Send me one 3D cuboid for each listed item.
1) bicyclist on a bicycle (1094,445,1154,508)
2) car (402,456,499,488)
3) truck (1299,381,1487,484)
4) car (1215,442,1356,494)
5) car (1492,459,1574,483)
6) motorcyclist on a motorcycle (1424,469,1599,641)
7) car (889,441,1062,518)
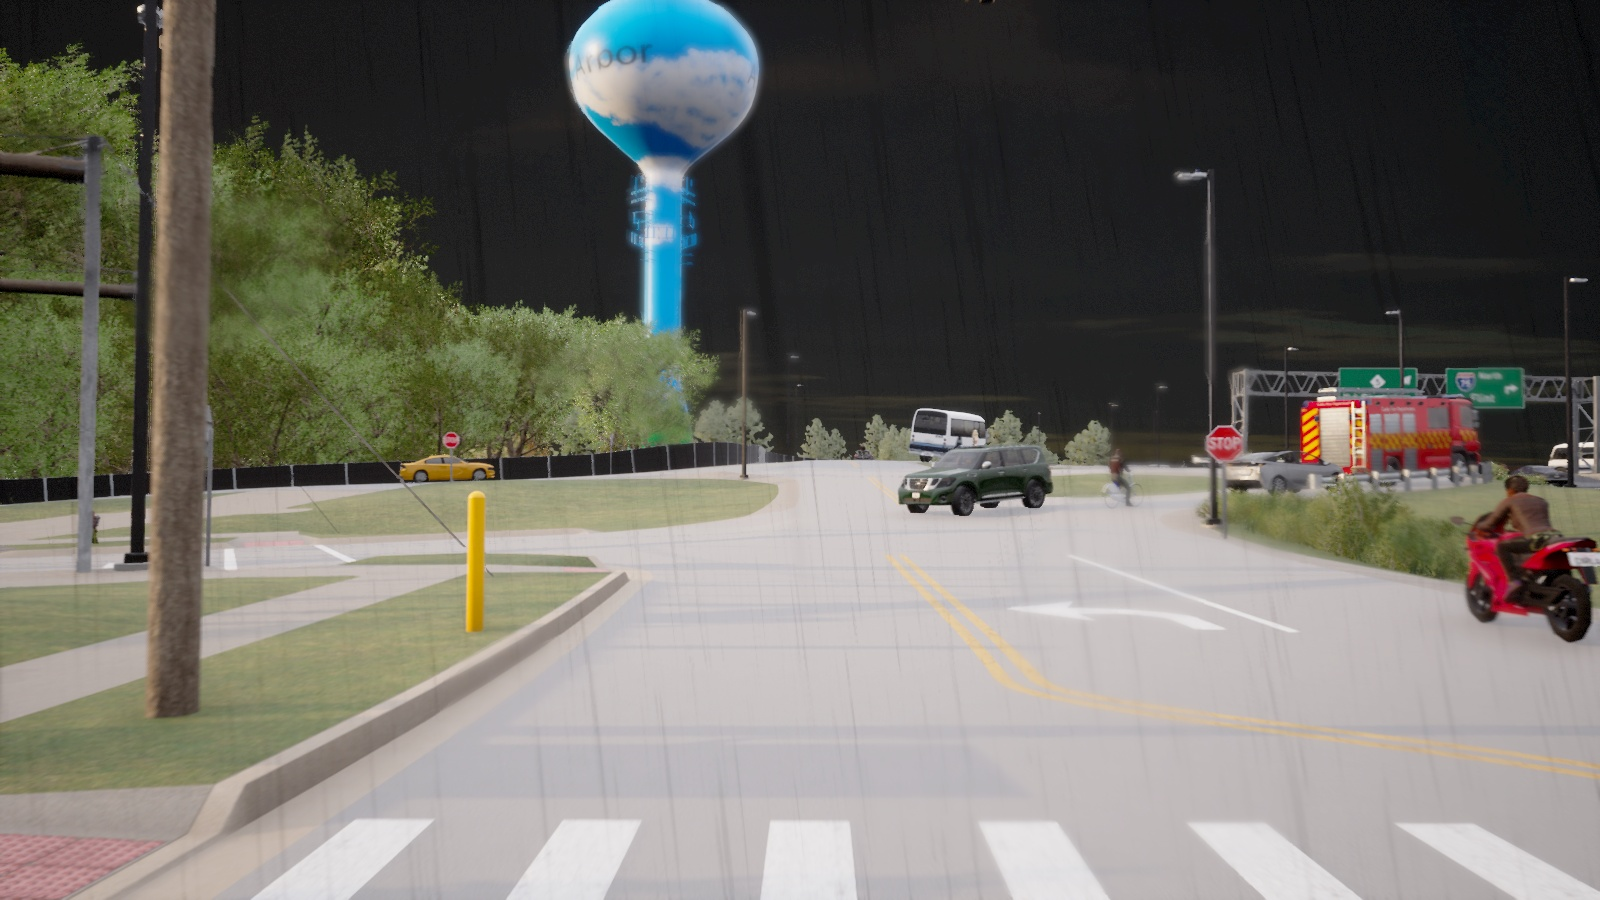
[{"bbox_3d":[9.646,0.769,37.384,1.843,1.776,0.659,-2,-1,-38],"label":"bicyclist on a bicycle"},{"bbox_3d":[-19.122,1.170,68.748,5.008,1.535,1.882,-2,1,-17],"label":"car"},{"bbox_3d":[23.768,-0.724,50.097,8.468,3.827,2.891,-2,0,-35],"label":"truck"},{"bbox_3d":[16.552,0.606,42.784,4.514,1.525,2.007,-2,-1,-30],"label":"car"},{"bbox_3d":[45.971,1.334,78.897,2.033,1.411,5.357,0,-1,1],"label":"car"},{"bbox_3d":[6.972,0.949,12.179,0.797,1.523,2.044,0,-1,0],"label":"motorcyclist on a motorcycle"},{"bbox_3d":[5.548,0.858,39.217,5.566,2.045,2.150,-3,1,-41],"label":"car"}]
